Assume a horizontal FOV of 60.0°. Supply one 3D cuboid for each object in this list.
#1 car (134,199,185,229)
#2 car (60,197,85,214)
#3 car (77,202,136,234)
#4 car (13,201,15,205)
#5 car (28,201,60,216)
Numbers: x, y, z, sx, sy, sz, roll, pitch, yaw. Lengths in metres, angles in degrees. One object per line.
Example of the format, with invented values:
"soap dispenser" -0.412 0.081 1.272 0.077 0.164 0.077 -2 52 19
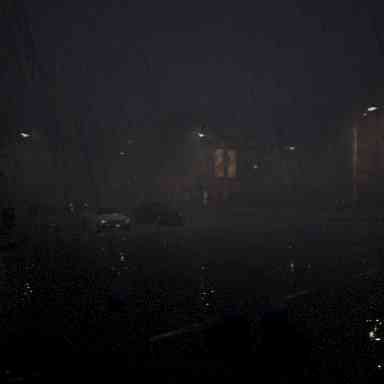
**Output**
"car" -2.335 1.479 21.931 1.882 1.535 5.008 0 0 -33
"car" -13.081 1.395 36.743 2.097 1.767 4.553 0 0 -37
"car" -5.220 1.541 19.855 1.812 1.442 4.674 0 0 -32
"car" -24.363 1.300 46.232 1.895 1.301 4.718 0 0 -37
"car" -15.295 1.618 33.849 1.994 1.385 4.181 0 0 -36
